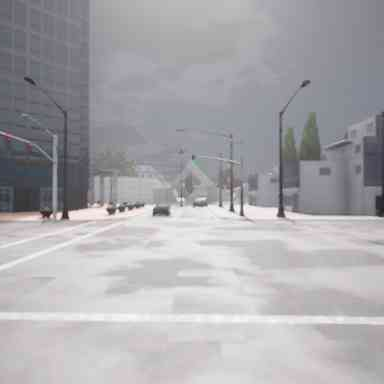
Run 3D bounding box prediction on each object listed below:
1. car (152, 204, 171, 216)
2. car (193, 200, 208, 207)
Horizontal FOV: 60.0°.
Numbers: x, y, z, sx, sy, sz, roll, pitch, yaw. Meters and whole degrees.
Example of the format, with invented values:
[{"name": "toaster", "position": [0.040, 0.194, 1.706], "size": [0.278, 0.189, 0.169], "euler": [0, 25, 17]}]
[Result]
[{"name": "car", "position": [-3.593, 2.092, 39.754], "size": [1.895, 1.301, 4.718], "euler": [0, -1, 0]}, {"name": "car", "position": [1.760, 2.404, 68.086], "size": [1.994, 1.385, 4.181], "euler": [0, -1, 22]}]
